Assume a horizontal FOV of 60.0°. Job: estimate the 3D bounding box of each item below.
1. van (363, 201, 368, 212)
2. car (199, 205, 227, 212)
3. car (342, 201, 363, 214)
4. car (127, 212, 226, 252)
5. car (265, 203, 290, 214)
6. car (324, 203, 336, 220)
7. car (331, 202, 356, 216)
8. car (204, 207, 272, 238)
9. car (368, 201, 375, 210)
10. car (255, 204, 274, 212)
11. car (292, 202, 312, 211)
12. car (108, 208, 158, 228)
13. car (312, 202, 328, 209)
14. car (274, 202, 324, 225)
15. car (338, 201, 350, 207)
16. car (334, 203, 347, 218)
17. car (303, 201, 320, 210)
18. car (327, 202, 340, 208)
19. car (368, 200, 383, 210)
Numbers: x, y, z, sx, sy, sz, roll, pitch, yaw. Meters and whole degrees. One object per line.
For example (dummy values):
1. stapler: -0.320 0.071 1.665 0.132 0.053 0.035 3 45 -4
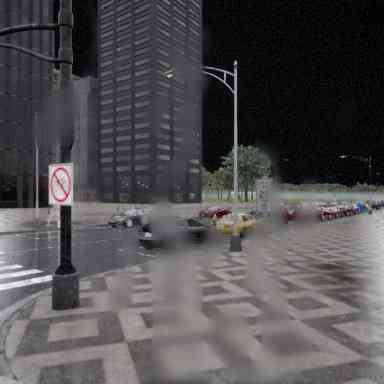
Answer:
1. van: 25.710 2.288 51.605 1.690 1.788 3.998 -1 -2 36
2. car: 2.383 2.015 33.590 1.887 1.381 4.507 -1 -2 36
3. car: 22.431 2.294 47.009 1.967 1.590 4.097 -1 -2 36
4. car: -0.517 1.774 14.850 1.947 1.339 4.313 -1 -2 36
5. car: 12.217 2.304 47.369 2.008 1.369 4.403 -1 -2 36
6. car: 12.596 2.113 33.225 1.887 1.381 4.507 -1 -2 36
7. car: 19.153 2.303 42.413 1.887 1.381 4.507 -1 -2 36
8. car: 2.859 1.823 19.582 1.752 1.417 4.829 -1 -2 36
9. car: 28.990 2.591 56.194 2.008 1.369 4.403 -1 -2 36
10. car: 8.939 2.208 42.776 2.008 1.369 4.403 -1 -2 36
11. car: 18.775 2.493 56.557 2.008 1.369 4.403 -1 -2 36
12. car: -4.173 1.840 24.402 2.008 1.369 4.403 -1 -1 36
13. car: 25.332 2.671 65.744 1.887 1.381 4.507 -1 -2 36
14. car: 9.317 1.791 28.637 2.192 1.841 5.009 -1 -2 36
15. car: 38.446 3.036 84.118 2.008 1.369 4.403 -1 -1 36
16. car: 15.879 2.245 37.823 1.802 1.307 4.206 -1 -2 36
17. car: 22.053 2.475 61.153 1.967 1.590 4.097 -1 -2 36
18. car: 31.889 2.889 74.931 1.802 1.307 4.206 -1 -2 36
19. car: 35.547 2.538 65.388 2.192 1.841 5.009 -1 -2 36
